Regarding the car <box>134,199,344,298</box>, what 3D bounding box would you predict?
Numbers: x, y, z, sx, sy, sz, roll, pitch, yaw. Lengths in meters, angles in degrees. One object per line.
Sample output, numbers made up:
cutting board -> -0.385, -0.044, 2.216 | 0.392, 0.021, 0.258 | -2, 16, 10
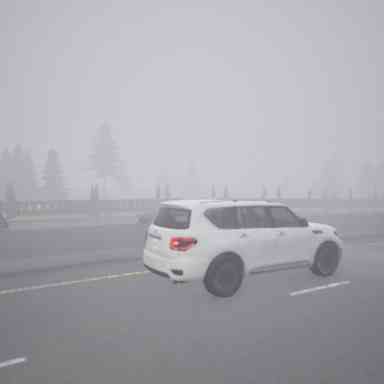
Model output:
car -> 1.492, 1.205, 8.660 | 5.566, 2.045, 2.150 | 0, 0, -31

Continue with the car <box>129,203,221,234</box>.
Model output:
car -> -0.967, 1.458, 19.512 | 4.902, 1.511, 2.128 | 0, 0, -29

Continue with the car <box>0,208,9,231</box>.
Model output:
car -> -11.864, 1.279, 16.798 | 4.553, 1.767, 2.097 | 0, 0, -35

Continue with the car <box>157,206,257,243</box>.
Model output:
car -> 0.808, 1.500, 16.506 | 4.674, 1.442, 1.812 | 0, 0, -29
